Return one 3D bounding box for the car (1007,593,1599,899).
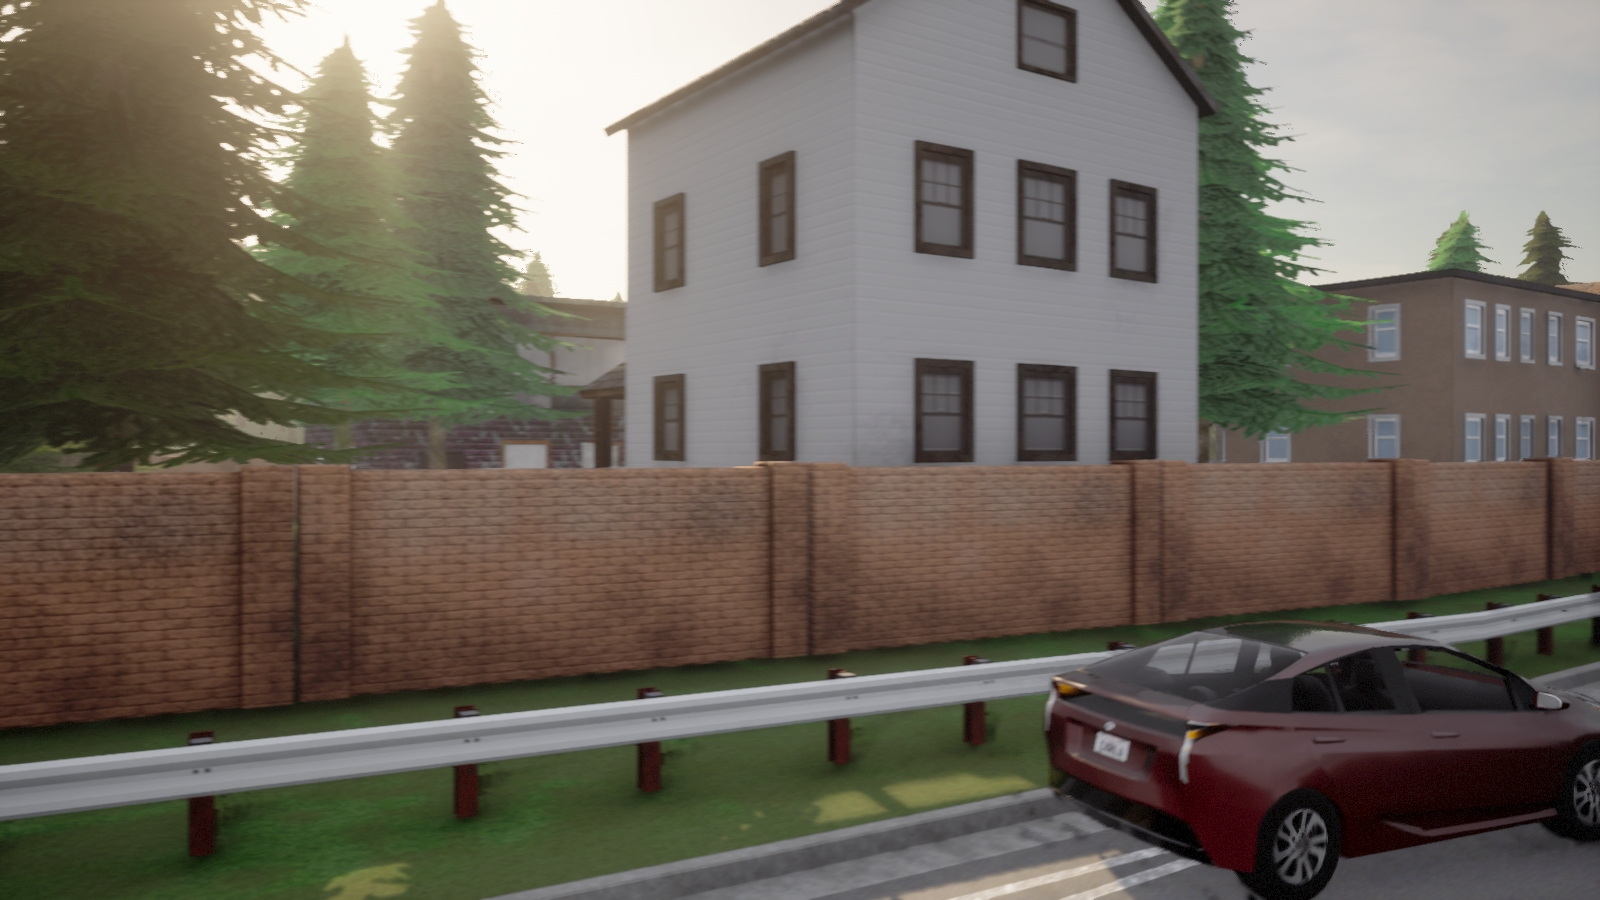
[{"bbox_3d":[3.986,2.040,8.381,4.514,1.525,2.007,0,0,-24],"label":"car"}]
